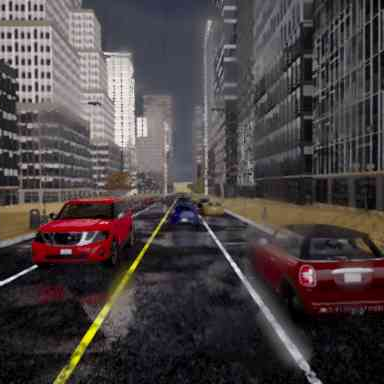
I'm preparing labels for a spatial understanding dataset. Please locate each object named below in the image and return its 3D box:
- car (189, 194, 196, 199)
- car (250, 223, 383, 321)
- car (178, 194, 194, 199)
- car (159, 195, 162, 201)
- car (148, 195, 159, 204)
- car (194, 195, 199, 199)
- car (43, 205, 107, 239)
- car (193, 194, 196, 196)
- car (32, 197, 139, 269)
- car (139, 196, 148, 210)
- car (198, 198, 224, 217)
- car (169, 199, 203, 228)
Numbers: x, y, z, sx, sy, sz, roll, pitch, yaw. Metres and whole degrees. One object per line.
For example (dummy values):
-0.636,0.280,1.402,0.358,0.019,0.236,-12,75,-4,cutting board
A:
0.012,1.271,91.580,1.802,1.307,4.206,-2,0,-2,car
2.508,1.385,7.242,1.967,1.590,4.097,-2,0,-2,car
-1.063,1.363,40.720,1.837,1.490,4.892,-1,1,-2,car
-7.697,1.416,68.841,1.802,1.307,4.206,-2,0,-2,car
-7.365,1.410,57.597,1.887,1.381,4.507,-2,0,-2,car
1.512,1.396,40.977,1.947,1.339,4.313,-2,0,-2,car
-6.198,1.542,18.239,2.008,1.369,4.403,-2,0,-2,car
0.672,1.272,69.259,1.752,1.417,4.829,-2,0,-2,car
-3.393,1.210,11.507,2.150,2.045,5.566,-1,0,-2,car
-6.868,1.356,40.729,1.967,1.590,4.097,-2,0,-2,car
1.839,1.391,29.903,1.752,1.417,4.829,-2,0,-2,car
-0.501,1.445,21.626,1.812,1.442,4.674,-1,0,-2,car
